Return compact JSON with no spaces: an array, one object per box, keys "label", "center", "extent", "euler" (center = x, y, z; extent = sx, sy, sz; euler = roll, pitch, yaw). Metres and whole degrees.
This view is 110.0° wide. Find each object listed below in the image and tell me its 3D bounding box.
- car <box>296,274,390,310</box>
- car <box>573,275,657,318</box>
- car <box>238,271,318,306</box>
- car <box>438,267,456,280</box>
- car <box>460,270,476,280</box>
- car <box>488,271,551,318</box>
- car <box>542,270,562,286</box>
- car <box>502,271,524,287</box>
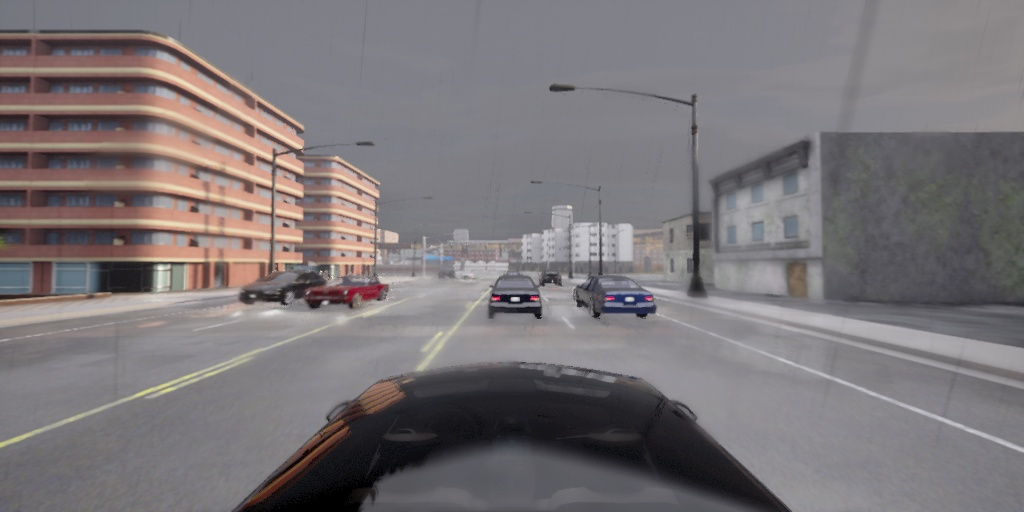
[{"label":"car","center":[-7.103,1.530,15.887],"extent":[1.895,1.301,4.718],"euler":[0,-1,0]},{"label":"car","center":[3.599,1.425,13.475],"extent":[2.033,1.411,5.357],"euler":[0,-1,0]},{"label":"car","center":[-10.602,1.463,17.121],"extent":[1.837,1.490,4.892],"euler":[0,-1,0]},{"label":"car","center":[-10.553,2.758,58.434],"extent":[2.150,2.045,5.566],"euler":[0,-2,1]},{"label":"car","center":[-7.059,3.029,57.376],"extent":[1.812,1.442,4.674],"euler":[0,-2,0]},{"label":"car","center":[0.098,1.425,13.517],"extent":[2.033,1.411,5.357],"euler":[0,-1,0]},{"label":"car","center":[3.596,2.092,34.320],"extent":[1.837,1.490,4.892],"euler":[0,-2,0]},{"label":"car","center":[0.095,2.162,34.602],"extent":[1.994,1.385,4.181],"euler":[0,-2,0]}]
